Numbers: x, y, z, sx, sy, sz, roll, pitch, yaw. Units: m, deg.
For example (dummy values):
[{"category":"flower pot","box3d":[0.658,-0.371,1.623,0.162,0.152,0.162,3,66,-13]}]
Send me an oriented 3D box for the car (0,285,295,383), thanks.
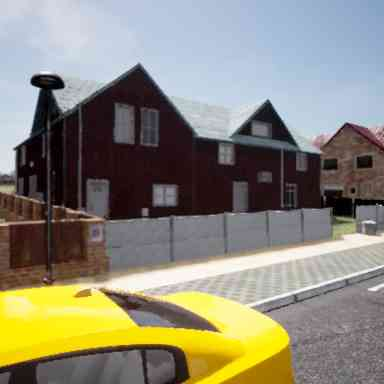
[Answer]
[{"category":"car","box3d":[-1.471,1.488,1.991,5.008,1.535,1.882,0,0,-36]}]
